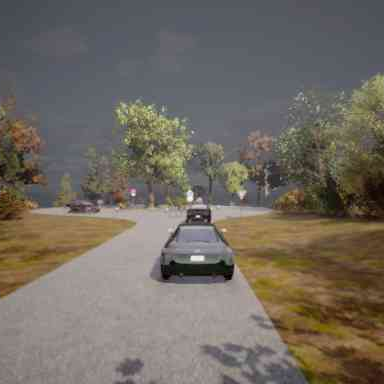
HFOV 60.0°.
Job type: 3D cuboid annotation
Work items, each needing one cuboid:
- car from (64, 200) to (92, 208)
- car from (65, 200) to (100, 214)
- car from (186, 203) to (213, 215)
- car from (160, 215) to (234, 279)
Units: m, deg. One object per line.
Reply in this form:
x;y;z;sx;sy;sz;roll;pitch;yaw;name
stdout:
-18.775;1.957;55.073;1.895;1.301;4.718;0;0;20;car
-12.548;1.816;38.793;4.181;1.385;1.994;0;-1;40;car
0.660;1.651;26.627;1.882;1.535;5.008;0;0;5;car
0.150;1.633;10.296;1.994;1.385;4.181;0;0;0;car
